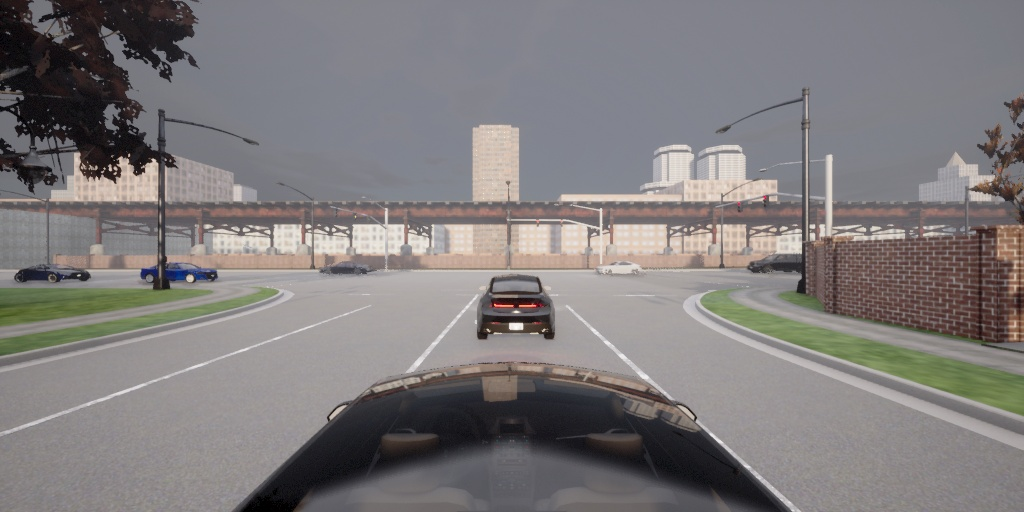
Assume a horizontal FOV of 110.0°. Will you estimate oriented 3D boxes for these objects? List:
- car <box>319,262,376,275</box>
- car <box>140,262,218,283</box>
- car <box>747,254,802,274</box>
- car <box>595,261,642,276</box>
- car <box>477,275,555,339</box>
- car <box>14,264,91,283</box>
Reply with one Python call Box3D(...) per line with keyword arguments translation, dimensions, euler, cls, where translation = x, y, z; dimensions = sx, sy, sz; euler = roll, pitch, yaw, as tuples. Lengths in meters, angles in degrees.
Box3D(translation=(-17.248, 1.297, 37.772), dimensions=(5.357, 1.411, 2.033), euler=(0, 0, 2), cls="car")
Box3D(translation=(-25.226, 1.228, 27.291), dimensions=(5.008, 1.535, 1.882), euler=(0, 0, 2), cls="car")
Box3D(translation=(27.236, 0.790, 36.576), dimensions=(5.566, 2.045, 2.150), euler=(-1, 0, 2), cls="car")
Box3D(translation=(10.753, 1.238, 36.204), dimensions=(4.674, 1.442, 1.812), euler=(0, 0, -11), cls="car")
Box3D(translation=(0.093, 1.256, 10.060), dimensions=(1.837, 1.490, 4.892), euler=(0, 0, 0), cls="car")
Box3D(translation=(-35.254, 1.314, 27.600), dimensions=(4.181, 1.385, 1.994), euler=(0, 0, 2), cls="car")
